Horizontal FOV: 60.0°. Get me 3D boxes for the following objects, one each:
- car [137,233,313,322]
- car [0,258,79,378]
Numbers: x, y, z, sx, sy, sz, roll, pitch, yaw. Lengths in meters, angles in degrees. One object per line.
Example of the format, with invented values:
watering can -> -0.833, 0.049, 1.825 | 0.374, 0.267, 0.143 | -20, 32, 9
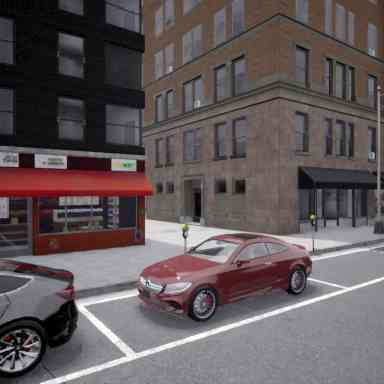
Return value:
car -> 0.884, 1.582, 7.160 | 4.206, 1.307, 1.802 | 0, 0, -35
car -> -3.597, 1.566, 3.969 | 4.313, 1.339, 1.947 | 0, 0, -35
